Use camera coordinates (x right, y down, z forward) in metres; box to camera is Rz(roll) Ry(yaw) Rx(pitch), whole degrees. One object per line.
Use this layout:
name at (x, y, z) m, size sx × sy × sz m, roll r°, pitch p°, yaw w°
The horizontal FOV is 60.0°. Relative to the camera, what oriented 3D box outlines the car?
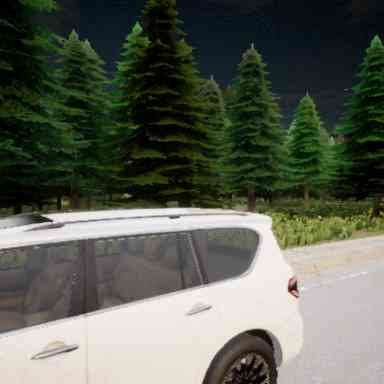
car at (-1.366, 1.221, 3.037) m, size 5.566 × 2.045 × 2.150 m, roll 0°, pitch 0°, yaw -34°
